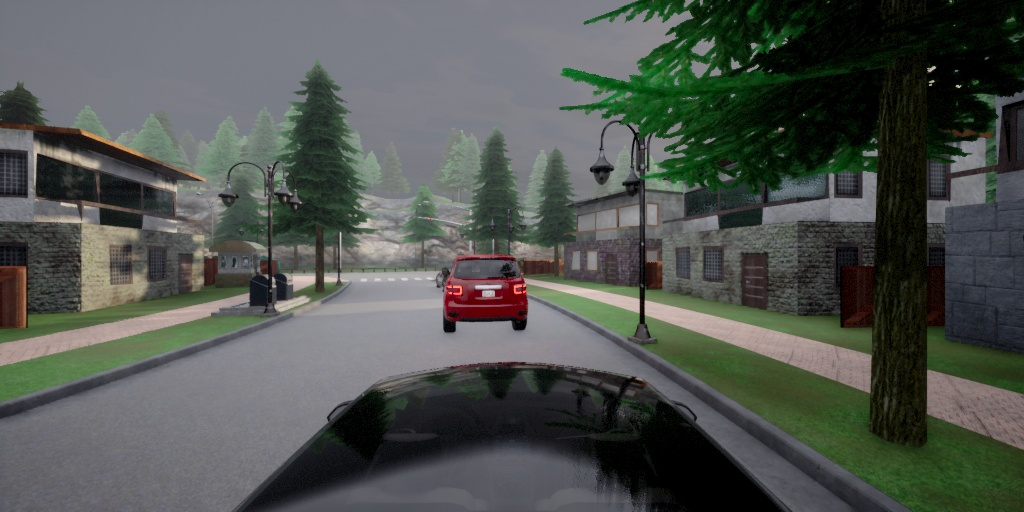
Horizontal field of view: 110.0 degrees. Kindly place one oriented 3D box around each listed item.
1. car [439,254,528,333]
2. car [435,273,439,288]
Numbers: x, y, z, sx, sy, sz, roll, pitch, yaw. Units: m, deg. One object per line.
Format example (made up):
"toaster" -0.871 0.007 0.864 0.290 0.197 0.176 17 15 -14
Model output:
"car" -0.952 0.971 11.023 2.150 2.045 5.566 0 0 -9
"car" -3.368 1.297 21.206 2.033 1.411 5.357 0 0 -18
